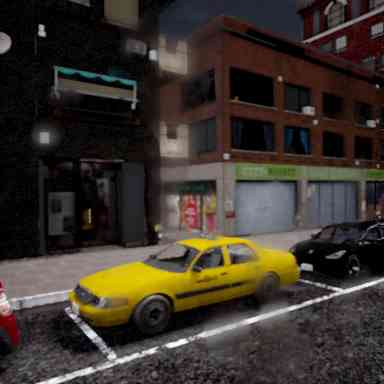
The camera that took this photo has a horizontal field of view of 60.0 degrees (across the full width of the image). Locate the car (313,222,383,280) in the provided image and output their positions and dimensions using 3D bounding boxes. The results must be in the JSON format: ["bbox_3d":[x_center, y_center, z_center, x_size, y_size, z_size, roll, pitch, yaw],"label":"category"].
[{"bbox_3d":[4.780,1.590,9.948,4.313,1.339,1.947,0,-1,-35],"label":"car"}]

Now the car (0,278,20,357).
[{"bbox_3d":[-4.241,1.426,3.571,4.097,1.590,1.967,0,-1,-35],"label":"car"}]

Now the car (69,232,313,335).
[{"bbox_3d":[0.131,1.530,6.661,4.829,1.417,1.752,0,-1,-35],"label":"car"}]
